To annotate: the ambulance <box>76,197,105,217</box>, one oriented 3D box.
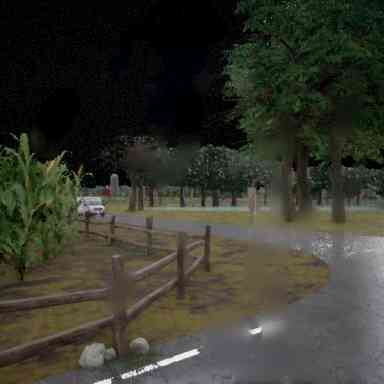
[{"bbox_3d":[-12.954,1.847,42.056,2.351,2.431,6.366,1,-2,-35],"label":"ambulance"}]
